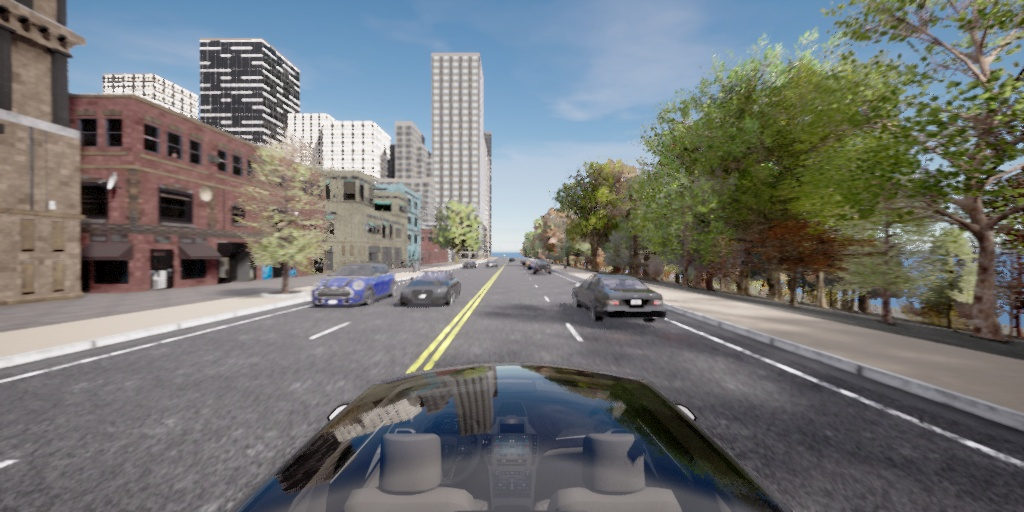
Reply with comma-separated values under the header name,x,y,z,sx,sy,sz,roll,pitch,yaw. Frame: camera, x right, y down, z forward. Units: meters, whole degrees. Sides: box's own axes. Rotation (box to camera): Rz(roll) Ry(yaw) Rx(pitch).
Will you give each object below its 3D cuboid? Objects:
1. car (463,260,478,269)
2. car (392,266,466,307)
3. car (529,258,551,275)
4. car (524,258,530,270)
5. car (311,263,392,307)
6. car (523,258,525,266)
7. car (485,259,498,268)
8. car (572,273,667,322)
name,x,y,z,sx,sy,sz,roll,pitch,yaw
car,-6.553,1.299,56.514,1.994,1.385,4.181,0,0,1
car,-3.345,1.313,15.385,1.994,1.385,4.181,0,0,0
car,3.244,1.245,39.558,1.837,1.490,4.892,0,0,0
car,3.242,1.241,50.588,2.163,1.488,4.792,0,0,0
car,-6.595,1.101,15.457,2.097,1.767,4.553,0,0,0
car,3.241,1.189,61.748,1.801,1.575,5.366,0,0,0
car,-3.292,1.225,58.621,2.128,1.511,4.902,0,0,1
car,3.347,1.297,12.186,2.033,1.411,5.357,0,0,0
